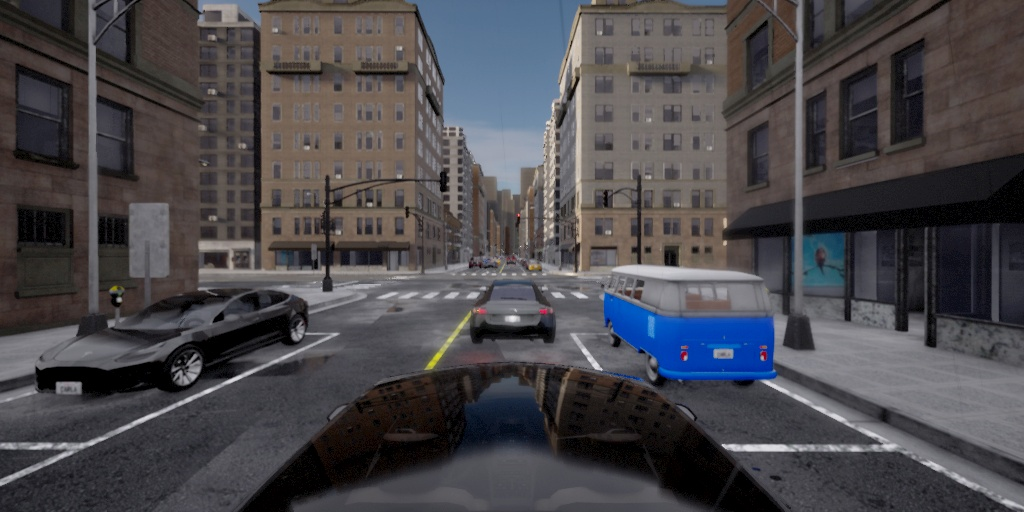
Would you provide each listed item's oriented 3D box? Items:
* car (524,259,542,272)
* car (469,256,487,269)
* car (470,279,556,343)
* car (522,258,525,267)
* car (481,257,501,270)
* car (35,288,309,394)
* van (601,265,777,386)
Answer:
[{"bbox_3d":[2.920,1.238,46.073,1.751,1.417,4.829,0,0,0],"label":"car"},{"bbox_3d":[-5.687,1.015,56.891,2.192,1.841,5.009,0,0,0],"label":"car"},{"bbox_3d":[0.044,1.308,9.636,1.994,1.385,4.181,0,0,1],"label":"car"},{"bbox_3d":[2.880,1.146,51.428,1.967,1.591,4.097,0,0,0],"label":"car"},{"bbox_3d":[-3.075,1.269,52.374,1.994,1.385,4.181,0,0,0],"label":"car"},{"bbox_3d":[-5.642,1.312,6.756,1.948,1.339,4.313,0,0,0],"label":"car"},{"bbox_3d":[2.883,1.087,6.713,1.690,1.789,3.998,0,0,0],"label":"van"}]
